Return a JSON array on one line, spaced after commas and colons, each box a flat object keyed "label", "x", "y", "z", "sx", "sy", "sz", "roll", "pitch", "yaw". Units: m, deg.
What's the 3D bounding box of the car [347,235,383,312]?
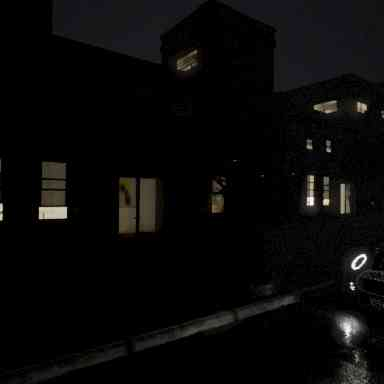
[{"label": "car", "x": 5.209, "y": 1.352, "z": 6.919, "sx": 4.553, "sy": 1.767, "sz": 2.097, "roll": 0, "pitch": 0, "yaw": -37}]
